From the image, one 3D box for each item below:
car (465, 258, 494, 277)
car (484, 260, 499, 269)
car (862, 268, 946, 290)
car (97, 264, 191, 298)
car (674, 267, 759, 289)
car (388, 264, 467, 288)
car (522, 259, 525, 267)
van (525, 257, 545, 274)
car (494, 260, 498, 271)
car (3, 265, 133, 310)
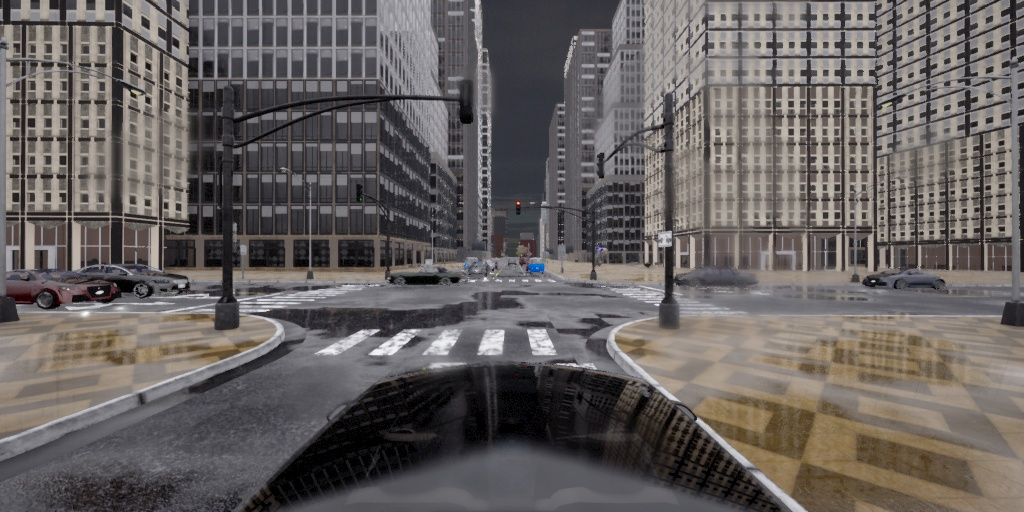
[{"bbox_3d":[-3.231,1.241,35.641,2.128,1.511,4.902,0,0,0],"label":"car"},{"bbox_3d":[-3.145,1.297,56.448,2.033,1.411,5.357,0,0,0],"label":"car"},{"bbox_3d":[26.391,1.528,24.251,4.181,1.385,1.994,0,0,-1],"label":"car"},{"bbox_3d":[-17.809,1.108,16.625,4.902,1.511,2.128,0,0,-1],"label":"car"},{"bbox_3d":[13.402,1.429,23.983,5.357,1.411,2.033,0,0,-1],"label":"car"},{"bbox_3d":[-5.582,1.350,23.572,4.718,1.301,1.895,0,0,-1],"label":"car"},{"bbox_3d":[2.618,1.295,45.346,1.888,1.381,4.507,0,0,0],"label":"car"},{"bbox_3d":[2.687,1.090,39.808,1.690,1.789,3.998,0,0,0],"label":"van"},{"bbox_3d":[-3.191,1.275,45.816,1.812,1.442,4.674,0,0,0],"label":"car"},{"bbox_3d":[-17.424,1.169,13.382,4.181,1.385,1.994,0,0,-1],"label":"car"}]
